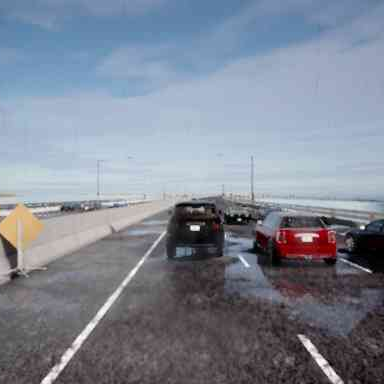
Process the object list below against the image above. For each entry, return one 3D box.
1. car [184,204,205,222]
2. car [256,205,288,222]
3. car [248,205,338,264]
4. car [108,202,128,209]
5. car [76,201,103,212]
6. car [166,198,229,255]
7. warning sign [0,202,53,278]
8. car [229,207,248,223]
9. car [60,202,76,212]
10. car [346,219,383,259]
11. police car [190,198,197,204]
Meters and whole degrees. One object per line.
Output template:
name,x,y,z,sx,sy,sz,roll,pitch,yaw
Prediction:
car,0.284,1.869,31.109,1.812,1.442,4.674,0,-1,1
car,7.278,1.902,30.605,1.994,1.385,4.181,0,-1,1
car,3.616,1.498,12.527,2.097,1.767,4.553,0,0,1
car,-10.183,2.099,45.787,1.895,1.301,4.718,0,-1,1
car,-13.682,1.988,45.737,2.128,1.511,4.902,0,0,1
car,0.132,1.379,14.112,2.150,2.045,5.566,0,-1,1
warning sign,-4.539,1.215,8.773,1.300,1.860,1.060,0,-1,0
car,3.746,1.915,28.363,1.895,1.301,4.718,0,-1,1
car,-17.148,2.079,47.335,1.994,1.385,4.181,0,-1,1
car,7.105,1.607,11.387,1.882,1.535,5.008,0,0,0
police car,0.417,2.340,88.720,1.930,1.638,5.238,0,-1,2
